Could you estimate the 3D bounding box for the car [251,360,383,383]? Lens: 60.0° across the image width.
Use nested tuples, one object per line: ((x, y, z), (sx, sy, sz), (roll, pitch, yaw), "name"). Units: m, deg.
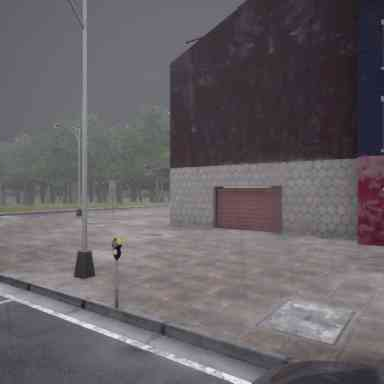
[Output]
((2.105, 1.551, 1.305), (4.403, 1.369, 2.008), (0, 0, 36), "car")
